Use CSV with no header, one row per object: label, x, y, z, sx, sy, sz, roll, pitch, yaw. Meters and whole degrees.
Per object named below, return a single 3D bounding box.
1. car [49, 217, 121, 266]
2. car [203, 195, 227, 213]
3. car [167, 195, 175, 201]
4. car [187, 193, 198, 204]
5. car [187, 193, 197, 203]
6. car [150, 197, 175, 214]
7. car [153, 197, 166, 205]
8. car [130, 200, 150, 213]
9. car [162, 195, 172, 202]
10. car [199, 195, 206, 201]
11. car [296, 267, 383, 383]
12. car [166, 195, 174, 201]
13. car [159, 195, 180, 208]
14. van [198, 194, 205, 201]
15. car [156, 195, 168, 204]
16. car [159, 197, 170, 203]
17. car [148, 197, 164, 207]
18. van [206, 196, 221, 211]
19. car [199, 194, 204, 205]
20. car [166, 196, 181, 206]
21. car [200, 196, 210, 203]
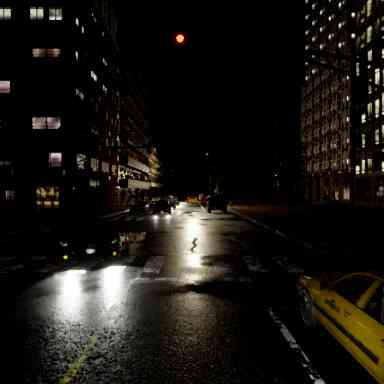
car,-3.895,1.604,11.735,1.994,1.385,4.181,1,-1,-26
car,2.680,1.327,36.383,2.192,1.841,5.009,0,0,0
car,-5.707,1.644,91.647,1.887,1.381,4.507,0,0,0
car,0.091,1.525,63.823,1.882,1.535,5.008,0,0,0
car,-0.008,1.293,75.872,2.150,2.045,5.566,0,0,0
car,-3.127,1.559,35.290,2.033,1.411,5.357,0,0,-4
car,-5.702,1.583,58.487,1.887,1.381,4.507,0,0,0
car,-5.698,1.563,36.381,2.008,1.369,4.403,0,0,0
car,-5.705,1.506,75.068,1.967,1.590,4.097,0,0,0
car,2.674,1.613,86.292,1.752,1.417,4.829,0,0,0
car,2.686,1.525,4.140,1.752,1.417,4.829,0,0,0
car,-5.706,1.612,85.951,1.752,1.417,4.829,0,0,0
car,-3.095,1.568,45.418,2.033,1.411,5.357,0,0,0
van,2.672,1.440,91.648,1.690,1.788,3.998,0,0,0
car,-5.704,1.488,64.014,1.967,1.590,4.097,0,0,0
car,-5.704,1.639,69.541,1.802,1.307,4.206,0,0,0
car,-5.701,1.581,52.961,2.008,1.369,4.403,0,0,0
van,2.679,1.358,41.909,1.690,1.788,3.998,0,0,0
car,2.677,1.354,58.488,2.192,1.841,5.009,0,0,0
car,-3.053,1.526,55.611,2.128,1.511,4.902,0,0,0
car,2.676,1.601,69.542,1.887,1.381,4.507,0,0,0
